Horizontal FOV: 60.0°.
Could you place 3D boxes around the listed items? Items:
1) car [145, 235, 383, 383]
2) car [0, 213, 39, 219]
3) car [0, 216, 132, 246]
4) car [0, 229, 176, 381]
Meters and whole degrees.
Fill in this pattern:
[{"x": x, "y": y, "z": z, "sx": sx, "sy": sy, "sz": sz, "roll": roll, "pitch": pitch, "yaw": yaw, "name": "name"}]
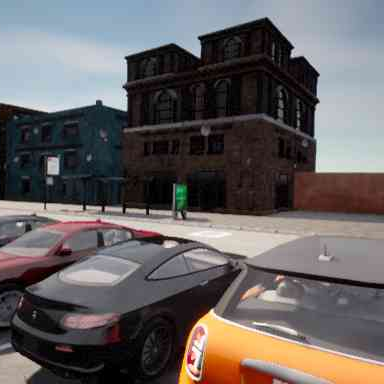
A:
[{"x": 1.871, "y": 1.300, "z": 3.775, "sx": 2.185, "sy": 1.767, "sz": 4.553, "roll": 0, "pitch": 0, "yaw": 36, "name": "car"}, {"x": -4.919, "y": 1.382, "z": 8.662, "sx": 2.097, "sy": 1.535, "sz": 5.008, "roll": 1, "pitch": 0, "yaw": 36, "name": "car"}, {"x": -2.648, "y": 1.404, "z": 7.043, "sx": 2.097, "sy": 1.535, "sz": 5.008, "roll": 0, "pitch": 0, "yaw": 35, "name": "car"}, {"x": -0.382, "y": 1.459, "z": 5.417, "sx": 2.002, "sy": 1.452, "sz": 4.674, "roll": 0, "pitch": 0, "yaw": 35, "name": "car"}]
